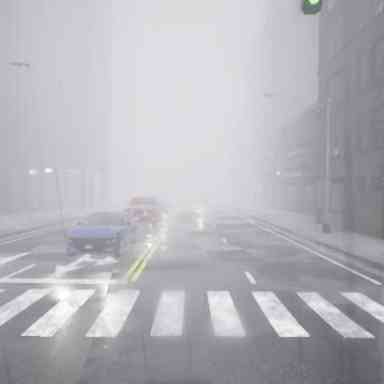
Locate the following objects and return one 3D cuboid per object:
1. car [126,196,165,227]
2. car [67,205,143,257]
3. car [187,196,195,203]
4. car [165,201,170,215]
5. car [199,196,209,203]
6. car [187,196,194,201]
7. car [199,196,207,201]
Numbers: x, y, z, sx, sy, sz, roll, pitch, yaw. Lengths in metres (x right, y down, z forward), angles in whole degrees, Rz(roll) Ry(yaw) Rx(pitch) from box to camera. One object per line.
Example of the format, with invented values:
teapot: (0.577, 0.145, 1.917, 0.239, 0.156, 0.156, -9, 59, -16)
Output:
car: (-3.421, 1.294, 23.964, 2.150, 2.045, 5.566, 1, 0, 0)
car: (-3.378, 1.520, 13.347, 1.882, 1.535, 5.008, 1, 0, 0)
car: (-0.256, 1.843, 79.522, 1.812, 1.442, 4.674, 1, 0, 0)
car: (-3.443, 1.634, 36.334, 1.812, 1.442, 4.674, 1, 0, 0)
car: (2.993, 1.883, 79.532, 1.812, 1.442, 4.674, 1, 0, 0)
car: (-0.288, 1.728, 89.528, 1.812, 1.442, 4.674, 1, 0, 0)
car: (2.962, 1.797, 89.538, 1.994, 1.385, 4.181, 1, 0, 0)
